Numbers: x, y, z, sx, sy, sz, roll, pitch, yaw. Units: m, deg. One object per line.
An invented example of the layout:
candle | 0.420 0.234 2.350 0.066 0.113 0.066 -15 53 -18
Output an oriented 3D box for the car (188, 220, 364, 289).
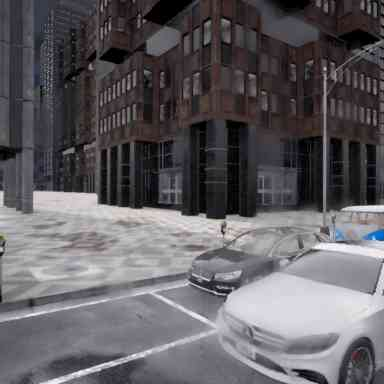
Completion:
car | 1.939 1.551 8.020 4.403 1.369 2.008 0 0 -35

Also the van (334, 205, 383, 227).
van | 6.445 1.342 11.218 3.998 1.788 1.690 0 0 -35

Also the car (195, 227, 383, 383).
car | 2.506 1.526 5.136 4.674 1.442 1.812 0 0 -36
